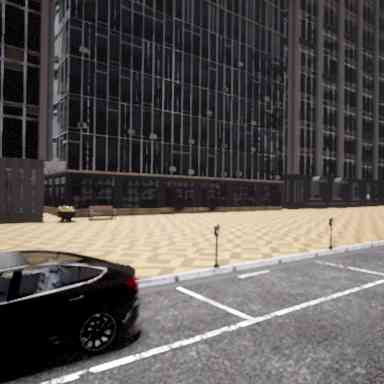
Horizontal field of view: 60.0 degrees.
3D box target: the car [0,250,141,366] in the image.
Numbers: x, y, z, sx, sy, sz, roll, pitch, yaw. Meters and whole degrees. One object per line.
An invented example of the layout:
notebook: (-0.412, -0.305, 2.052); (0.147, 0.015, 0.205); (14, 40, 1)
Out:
car: (-2.795, 1.568, 4.555); (4.313, 1.339, 1.947); (1, 0, -36)
